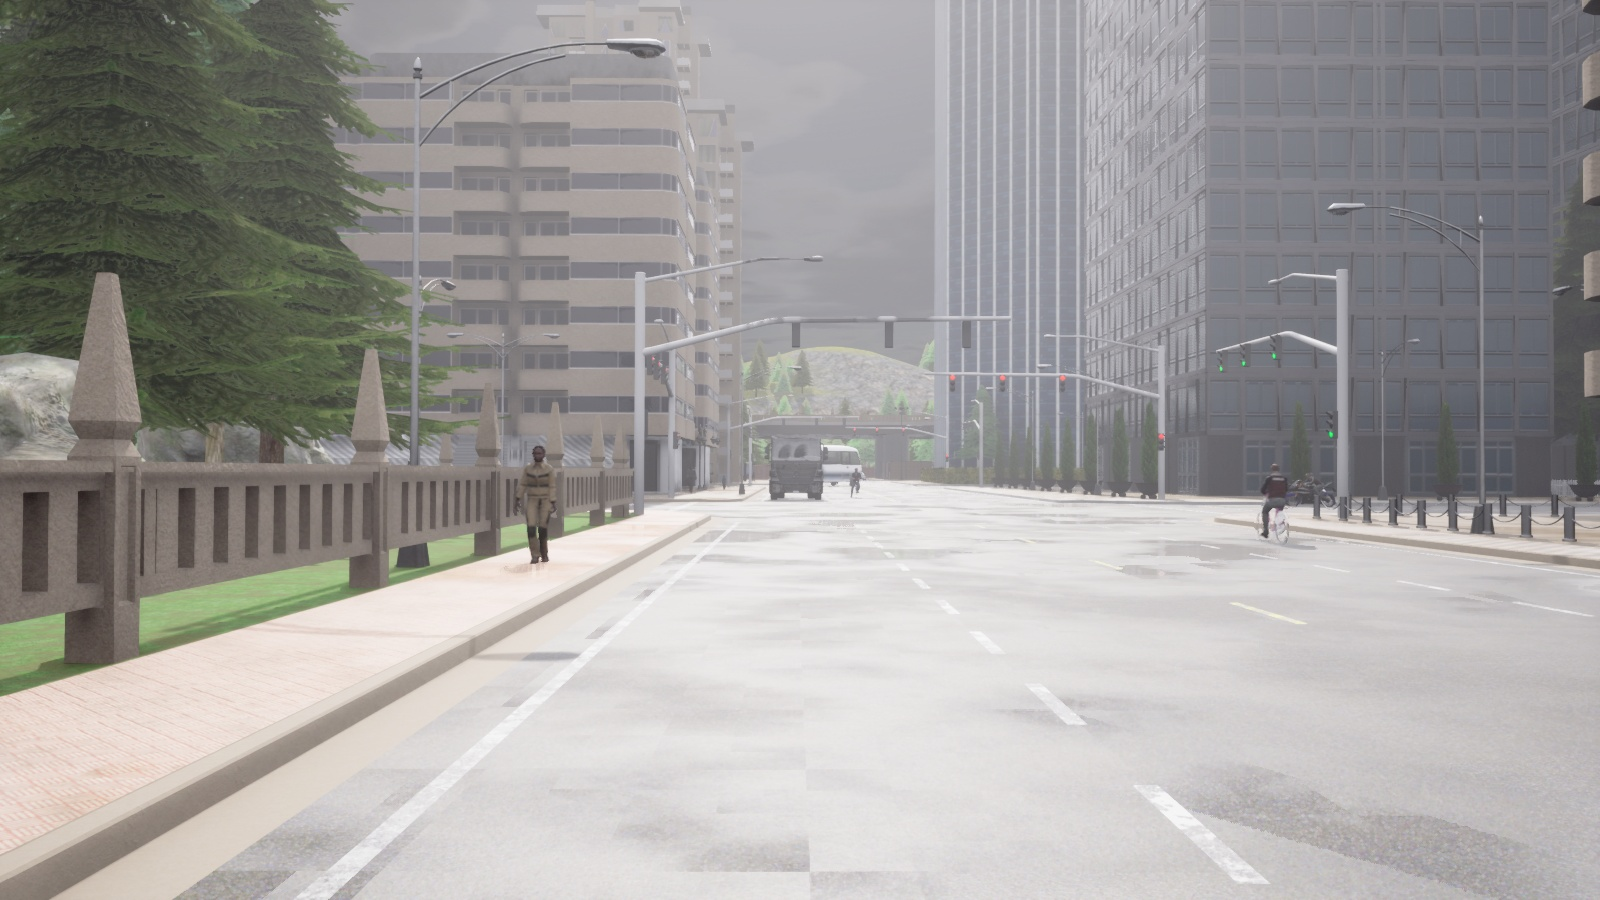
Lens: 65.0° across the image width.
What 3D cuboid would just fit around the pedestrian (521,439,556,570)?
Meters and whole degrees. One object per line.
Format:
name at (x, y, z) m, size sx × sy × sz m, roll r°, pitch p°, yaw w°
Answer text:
pedestrian at (-3.925, 0.805, 18.851) m, size 0.396 × 1.930 × 0.692 m, roll 0°, pitch -1°, yaw -2°

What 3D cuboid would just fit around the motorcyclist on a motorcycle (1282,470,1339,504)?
motorcyclist on a motorcycle at (22.751, 1.641, 55.963) m, size 2.191 × 1.530 × 0.866 m, roll 0°, pitch -1°, yaw 0°

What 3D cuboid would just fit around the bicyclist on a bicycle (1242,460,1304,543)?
bicyclist on a bicycle at (10.420, 1.108, 27.750) m, size 0.659 × 1.776 × 1.843 m, roll 0°, pitch -1°, yaw 0°

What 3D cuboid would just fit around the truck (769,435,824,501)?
truck at (-0.204, 1.011, 70.268) m, size 2.891 × 3.462 × 7.936 m, roll 0°, pitch -1°, yaw 0°
